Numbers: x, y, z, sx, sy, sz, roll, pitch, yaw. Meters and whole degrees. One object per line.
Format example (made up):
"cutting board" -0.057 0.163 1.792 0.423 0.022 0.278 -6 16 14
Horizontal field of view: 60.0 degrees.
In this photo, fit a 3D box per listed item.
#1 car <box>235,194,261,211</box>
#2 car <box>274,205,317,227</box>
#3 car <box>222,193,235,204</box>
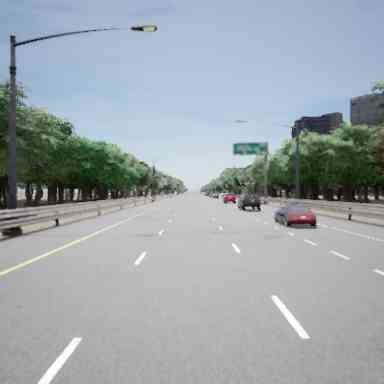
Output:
"car" 7.111 1.209 41.620 2.150 2.045 5.566 0 0 0
"car" 7.039 1.566 23.004 1.994 1.385 4.181 0 0 0
"car" 7.242 1.184 65.142 2.150 2.045 5.566 0 0 0
